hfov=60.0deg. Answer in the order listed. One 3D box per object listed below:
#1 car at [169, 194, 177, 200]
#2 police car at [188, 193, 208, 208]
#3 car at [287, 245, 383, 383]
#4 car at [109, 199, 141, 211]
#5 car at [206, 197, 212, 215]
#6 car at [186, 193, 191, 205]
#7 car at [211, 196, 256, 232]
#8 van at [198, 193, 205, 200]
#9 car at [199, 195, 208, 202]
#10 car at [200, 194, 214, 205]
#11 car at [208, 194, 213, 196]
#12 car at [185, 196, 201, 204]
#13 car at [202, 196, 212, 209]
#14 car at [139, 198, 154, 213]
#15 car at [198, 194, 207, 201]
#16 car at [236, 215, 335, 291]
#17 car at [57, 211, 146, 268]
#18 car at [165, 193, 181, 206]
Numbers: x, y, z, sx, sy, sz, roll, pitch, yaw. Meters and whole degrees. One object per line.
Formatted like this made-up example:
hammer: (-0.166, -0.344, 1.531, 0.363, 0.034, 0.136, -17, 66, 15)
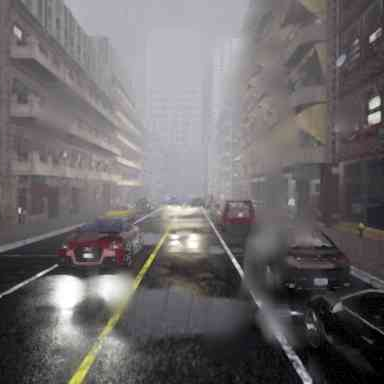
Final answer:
car: (-5.316, 1.377, 92.011, 1.967, 1.590, 4.097, -1, 0, 0)
police car: (0.829, 1.398, 46.440, 1.930, 1.638, 5.238, 0, 0, 0)
car: (2.557, 1.564, 3.245, 1.947, 1.339, 4.313, -1, 0, 0)
car: (-5.322, 1.511, 25.251, 1.752, 1.417, 4.829, -1, 0, 0)
car: (2.559, 1.508, 31.160, 1.752, 1.417, 4.829, -1, 0, 0)
car: (0.230, 1.443, 56.129, 1.882, 1.535, 5.008, 0, 0, -11)
car: (2.555, 1.304, 19.892, 2.192, 1.841, 5.009, -1, 0, 0)
van: (2.563, 1.278, 92.029, 1.690, 1.788, 3.998, -1, 0, 0)
car: (2.563, 1.476, 75.552, 1.752, 1.417, 4.829, -1, 0, 0)
car: (2.559, 1.279, 58.735, 2.192, 1.841, 5.009, -1, 0, 0)
car: (2.559, 1.283, 53.186, 2.192, 1.841, 5.009, -1, 0, 0)
car: (0.283, 1.466, 62.207, 1.837, 1.490, 4.892, 0, 0, 15)
car: (2.561, 1.557, 42.088, 1.802, 1.307, 4.206, -1, 0, 0)
car: (-5.322, 1.419, 36.519, 1.967, 1.590, 4.097, -1, 0, 0)
car: (2.563, 1.387, 80.931, 1.967, 1.590, 4.097, -1, 0, 0)
car: (2.557, 1.546, 8.794, 2.008, 1.369, 4.403, -1, 0, 0)
car: (-2.850, 1.558, 11.123, 1.994, 1.385, 4.181, 0, 0, 0)
car: (-2.802, 1.444, 54.584, 1.882, 1.535, 5.008, 0, 0, 0)
